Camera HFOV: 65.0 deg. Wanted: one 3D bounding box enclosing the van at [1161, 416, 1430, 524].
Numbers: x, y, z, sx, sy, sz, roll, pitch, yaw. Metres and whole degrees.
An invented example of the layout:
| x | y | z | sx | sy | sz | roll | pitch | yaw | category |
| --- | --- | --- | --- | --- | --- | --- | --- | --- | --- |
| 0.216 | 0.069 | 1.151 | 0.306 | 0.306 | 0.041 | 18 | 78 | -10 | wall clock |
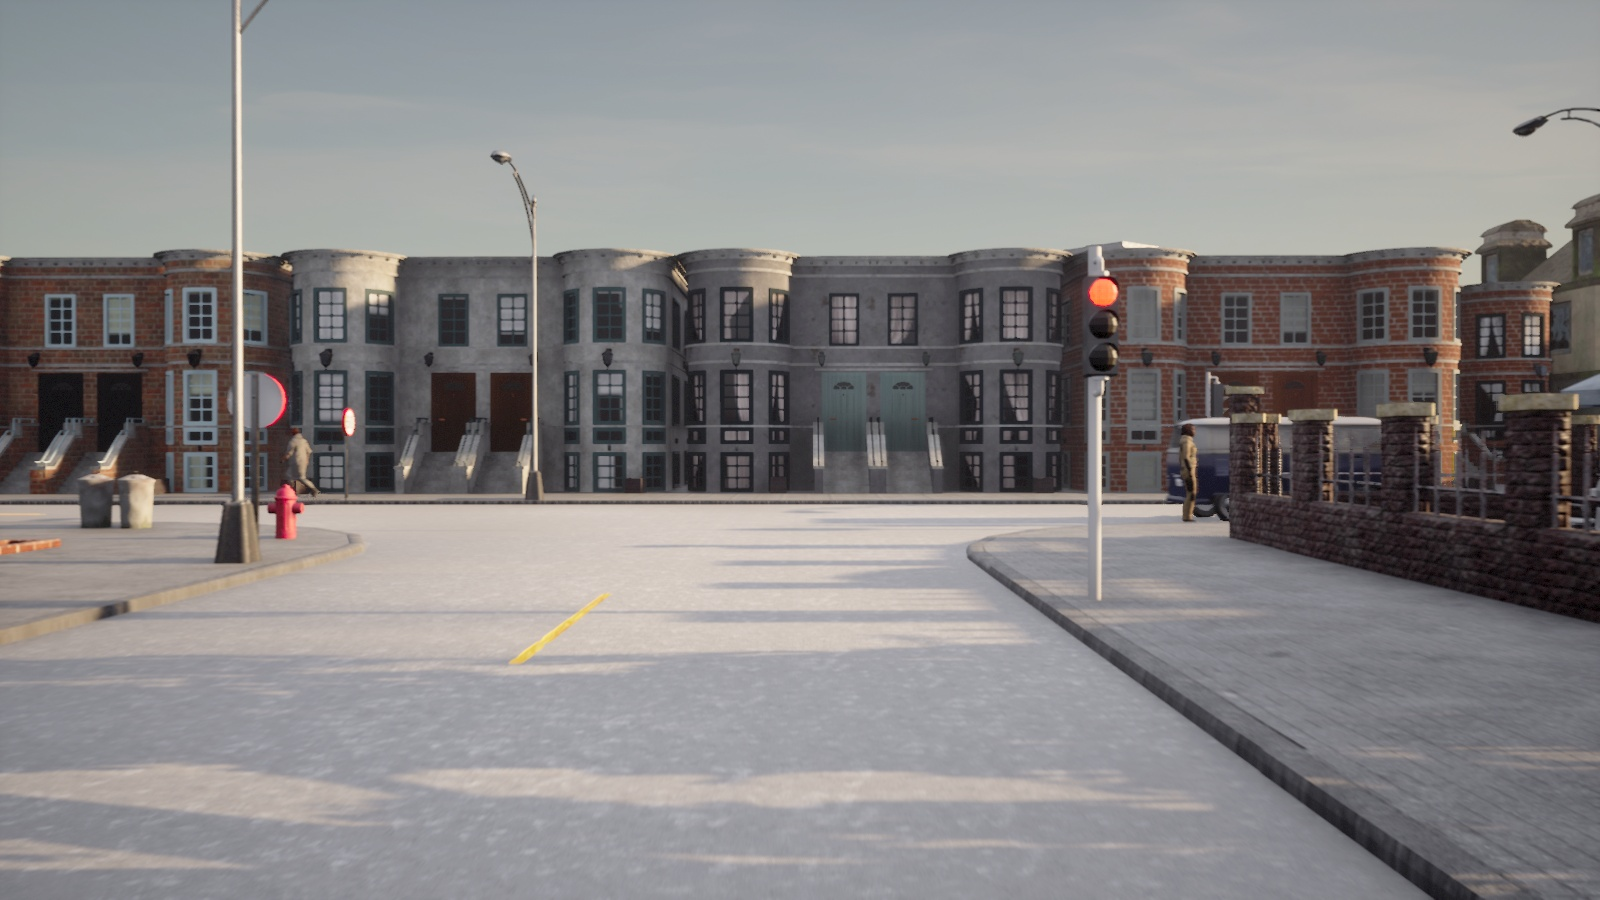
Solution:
| x | y | z | sx | sy | sz | roll | pitch | yaw | category |
| --- | --- | --- | --- | --- | --- | --- | --- | --- | --- |
| 9.386 | 0.371 | 24.018 | 4.442 | 1.987 | 1.775 | 0 | 0 | -2 | van |

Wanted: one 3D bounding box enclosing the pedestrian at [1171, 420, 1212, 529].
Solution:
| x | y | z | sx | sy | sz | roll | pitch | yaw | category |
| --- | --- | --- | --- | --- | --- | --- | --- | --- | --- |
| 7.019 | 0.425 | 22.516 | 0.692 | 1.930 | 0.396 | 0 | 0 | 18 | pedestrian |

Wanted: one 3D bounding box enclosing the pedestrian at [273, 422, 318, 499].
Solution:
| x | y | z | sx | sy | sz | roll | pitch | yaw | category |
| --- | --- | --- | --- | --- | --- | --- | --- | --- | --- |
| -12.927 | 0.264 | 32.168 | 0.873 | 1.952 | 0.659 | 0 | 0 | 1 | pedestrian |
